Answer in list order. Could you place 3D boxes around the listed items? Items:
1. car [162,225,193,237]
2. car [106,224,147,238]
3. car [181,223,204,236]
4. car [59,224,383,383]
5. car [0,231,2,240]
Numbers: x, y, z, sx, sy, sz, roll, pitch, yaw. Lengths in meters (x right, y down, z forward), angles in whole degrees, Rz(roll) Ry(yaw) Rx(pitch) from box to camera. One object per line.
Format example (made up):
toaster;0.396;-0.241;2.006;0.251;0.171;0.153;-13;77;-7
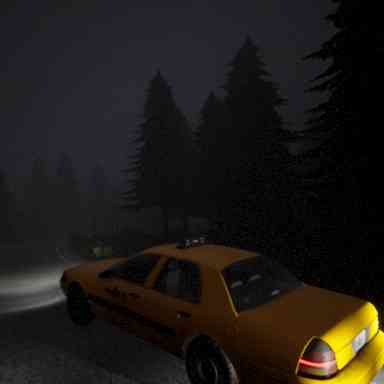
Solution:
car;-1.959;5.450;46.624;1.882;1.535;5.008;-5;-8;31
car;-7.231;4.435;37.400;2.033;1.411;5.357;-4;-8;21
car;0.158;6.648;58.622;2.150;2.045;5.566;-4;-8;19
car;-0.187;1.431;5.055;5.366;1.575;1.801;0;1;44
car;-11.478;2.359;16.977;1.895;1.301;4.718;-3;-4;-12
